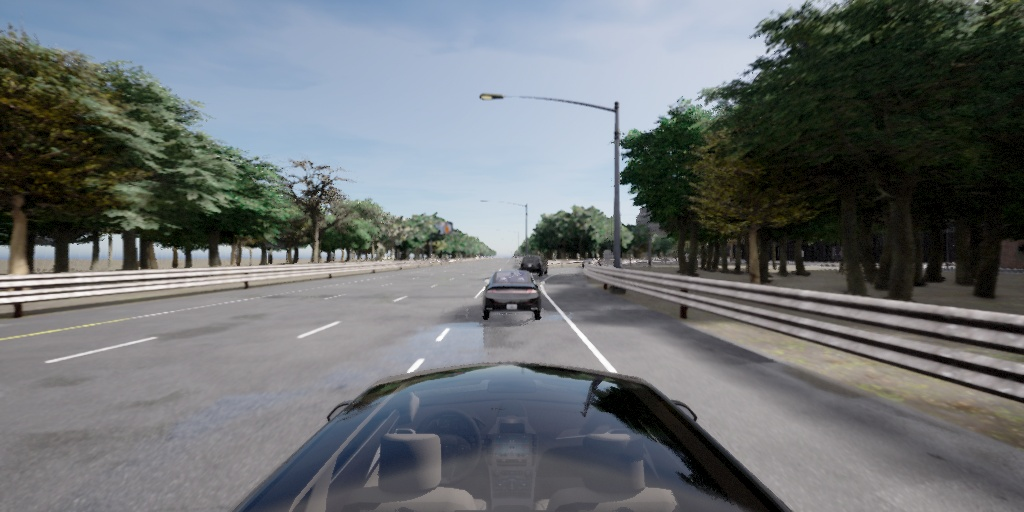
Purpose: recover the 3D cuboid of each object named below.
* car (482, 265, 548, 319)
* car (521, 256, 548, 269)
[{"bbox_3d":[0.003,1.252,12.775,2.128,1.511,4.902,0,0,0],"label":"car"},{"bbox_3d":[2.317,1.009,36.598,2.150,2.045,5.566,0,0,14],"label":"car"}]
